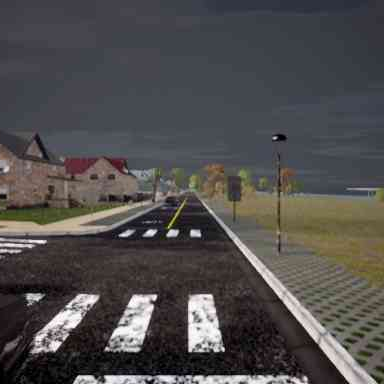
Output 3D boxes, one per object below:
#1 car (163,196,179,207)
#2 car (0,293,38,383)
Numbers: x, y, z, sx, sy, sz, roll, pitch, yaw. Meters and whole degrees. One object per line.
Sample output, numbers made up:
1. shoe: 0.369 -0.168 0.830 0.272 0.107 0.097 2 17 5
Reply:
1. car: -2.778 1.298 44.281 1.837 1.490 4.892 0 1 0
2. car: -2.748 1.540 1.617 2.033 1.411 5.357 0 0 0
